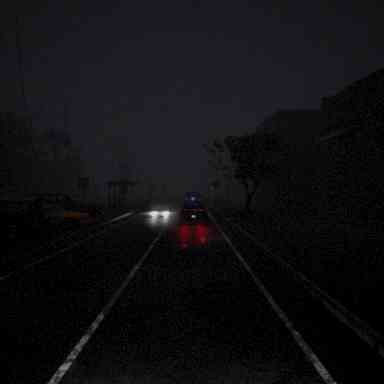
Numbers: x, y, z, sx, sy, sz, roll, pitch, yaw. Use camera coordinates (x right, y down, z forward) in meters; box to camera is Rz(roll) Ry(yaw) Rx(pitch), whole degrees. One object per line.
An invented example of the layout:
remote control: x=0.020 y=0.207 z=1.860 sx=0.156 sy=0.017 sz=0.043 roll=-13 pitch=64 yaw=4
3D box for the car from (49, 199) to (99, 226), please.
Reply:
car: x=-8.794 y=1.397 z=20.408 sx=5.366 sy=1.575 sz=1.946 roll=0 pitch=0 yaw=0

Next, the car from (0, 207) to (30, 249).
car: x=-8.963 y=1.458 z=11.998 sx=5.008 sy=1.535 sz=2.097 roll=0 pitch=0 yaw=0

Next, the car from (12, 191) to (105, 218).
car: x=-8.955 y=1.129 z=23.210 sx=5.566 sy=2.045 sz=2.435 roll=0 pitch=0 yaw=0

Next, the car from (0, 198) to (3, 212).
car: x=-22.047 y=1.339 z=33.427 sx=4.792 sy=1.488 sz=2.163 roll=0 pitch=0 yaw=0

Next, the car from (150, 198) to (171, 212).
car: x=-3.340 y=1.371 z=36.020 sx=1.994 sy=1.385 sz=4.181 roll=0 pitch=0 yaw=0

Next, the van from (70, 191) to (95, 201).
van: x=-22.001 y=0.866 z=66.729 sx=4.442 sy=1.987 sz=1.878 roll=0 pitch=0 yaw=0

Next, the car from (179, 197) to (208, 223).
car: x=0.103 y=1.378 z=24.245 sx=2.128 sy=1.511 sz=4.902 roll=0 pitch=0 yaw=0

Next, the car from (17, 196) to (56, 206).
car: x=-22.091 y=1.255 z=47.305 sx=4.674 sy=1.452 sz=2.002 roll=0 pitch=0 yaw=0

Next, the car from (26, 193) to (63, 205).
car: x=-22.129 y=1.071 z=50.079 sx=4.553 sy=1.767 sz=2.185 roll=0 pitch=0 yaw=0

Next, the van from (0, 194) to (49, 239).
van: x=-9.089 y=1.213 z=14.800 sx=4.442 sy=1.987 sz=1.878 roll=0 pitch=0 yaw=0

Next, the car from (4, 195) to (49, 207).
car: x=-22.085 y=1.233 z=44.529 sx=5.008 sy=1.535 sz=2.097 roll=0 pitch=0 yaw=0

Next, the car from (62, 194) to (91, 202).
car: x=-22.144 y=1.139 z=63.957 sx=4.792 sy=1.488 sz=2.163 roll=0 pitch=0 yaw=0

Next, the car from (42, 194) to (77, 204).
car: x=-22.098 y=1.162 z=55.631 sx=4.892 sy=1.521 sz=2.231 roll=0 pitch=0 yaw=0

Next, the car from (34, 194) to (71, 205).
car: x=-22.107 y=1.178 z=52.856 sx=5.008 sy=1.535 sz=2.097 roll=0 pitch=0 yaw=0

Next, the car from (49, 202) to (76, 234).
car: x=-8.978 y=1.459 z=17.605 sx=4.674 sy=1.452 sz=2.002 roll=0 pitch=0 yaw=0

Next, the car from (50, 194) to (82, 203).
car: x=-22.137 y=1.173 z=58.405 sx=4.792 sy=1.488 sz=2.163 roll=0 pitch=0 yaw=0

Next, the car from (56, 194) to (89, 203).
car: x=-21.925 y=1.123 z=61.180 sx=5.366 sy=1.575 sz=1.946 roll=0 pitch=0 yaw=0

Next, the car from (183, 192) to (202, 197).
car: x=0.103 y=0.978 z=41.528 sx=2.150 sy=2.045 sz=5.566 roll=0 pitch=0 yaw=0
